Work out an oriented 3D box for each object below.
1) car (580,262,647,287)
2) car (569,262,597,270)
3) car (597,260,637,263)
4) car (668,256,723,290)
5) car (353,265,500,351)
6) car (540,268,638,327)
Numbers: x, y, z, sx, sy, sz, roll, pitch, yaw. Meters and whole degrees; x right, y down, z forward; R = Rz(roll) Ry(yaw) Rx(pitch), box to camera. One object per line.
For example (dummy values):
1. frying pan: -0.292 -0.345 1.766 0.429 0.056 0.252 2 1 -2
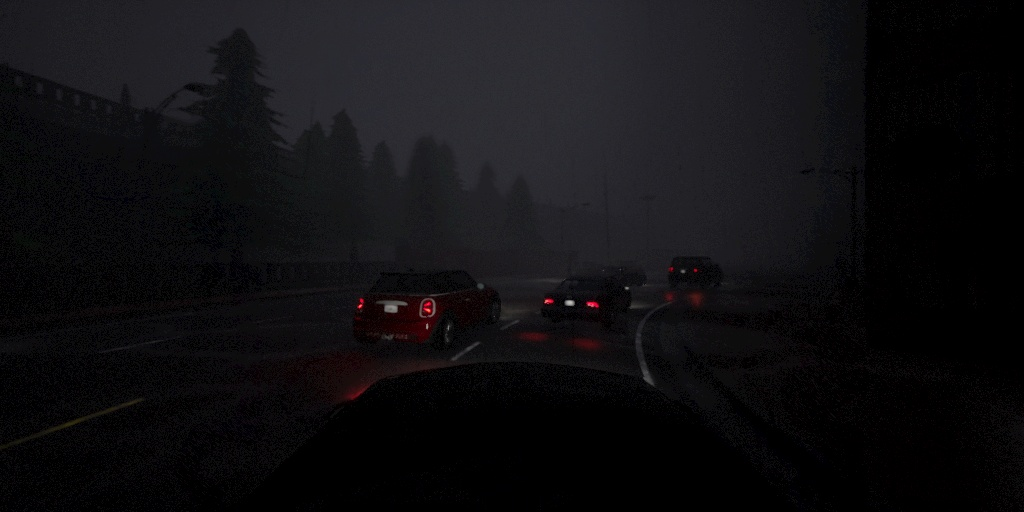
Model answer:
1. car: 6.844 1.332 23.138 2.033 1.411 5.357 1 0 42
2. car: 7.168 1.274 33.969 2.128 1.511 4.902 1 0 43
3. car: 9.819 1.160 31.676 2.097 1.767 4.553 1 0 43
4. car: 12.269 1.049 23.878 2.150 2.045 5.566 1 0 43
5. car: -1.855 1.082 9.287 2.097 1.767 4.553 1 0 16
6. car: 2.643 1.309 11.803 2.033 1.411 5.357 0 0 26
